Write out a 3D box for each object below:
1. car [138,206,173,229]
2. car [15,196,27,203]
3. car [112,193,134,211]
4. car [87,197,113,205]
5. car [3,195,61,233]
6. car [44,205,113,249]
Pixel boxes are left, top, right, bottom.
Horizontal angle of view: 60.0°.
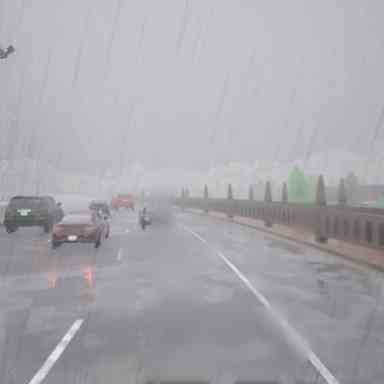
[{"bbox_3d":[-2.466,1.574,21.599,1.895,1.301,4.718,0,0,-12],"label":"car"},{"bbox_3d":[-36.047,1.576,70.276,1.895,1.301,4.718,0,0,-23],"label":"car"},{"bbox_3d":[-8.672,1.181,41.269,2.150,2.045,5.566,0,0,-21],"label":"car"},{"bbox_3d":[-9.015,1.481,32.092,1.837,1.490,4.892,0,0,-18],"label":"car"},{"bbox_3d":[-9.227,1.218,19.843,2.150,2.045,5.566,0,0,-12],"label":"car"},{"bbox_3d":[-4.742,1.517,14.556,1.812,1.442,4.674,0,0,-8],"label":"car"}]
